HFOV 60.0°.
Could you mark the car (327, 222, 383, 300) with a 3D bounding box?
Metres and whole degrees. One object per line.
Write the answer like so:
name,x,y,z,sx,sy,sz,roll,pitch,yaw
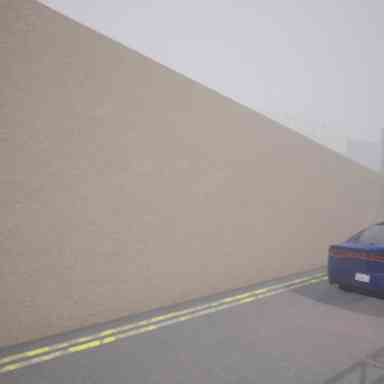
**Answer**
car,5.052,1.361,7.379,5.008,1.535,1.882,0,0,-36
